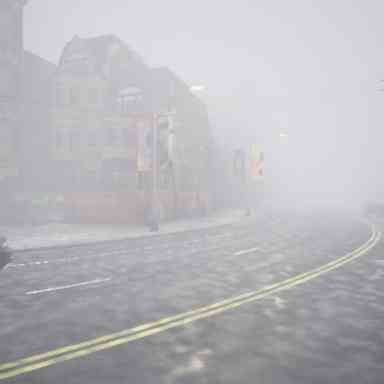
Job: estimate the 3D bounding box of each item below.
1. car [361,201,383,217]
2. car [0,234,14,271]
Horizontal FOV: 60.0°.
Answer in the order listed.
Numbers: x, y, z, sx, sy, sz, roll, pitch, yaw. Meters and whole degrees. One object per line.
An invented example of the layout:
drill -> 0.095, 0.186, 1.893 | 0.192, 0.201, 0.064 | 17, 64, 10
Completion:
car -> 19.301, 1.771, 35.414 | 1.837, 1.490, 4.892 | 0, 0, 21
car -> -6.943, 1.571, 7.760 | 4.902, 1.511, 2.128 | 0, 0, -36
